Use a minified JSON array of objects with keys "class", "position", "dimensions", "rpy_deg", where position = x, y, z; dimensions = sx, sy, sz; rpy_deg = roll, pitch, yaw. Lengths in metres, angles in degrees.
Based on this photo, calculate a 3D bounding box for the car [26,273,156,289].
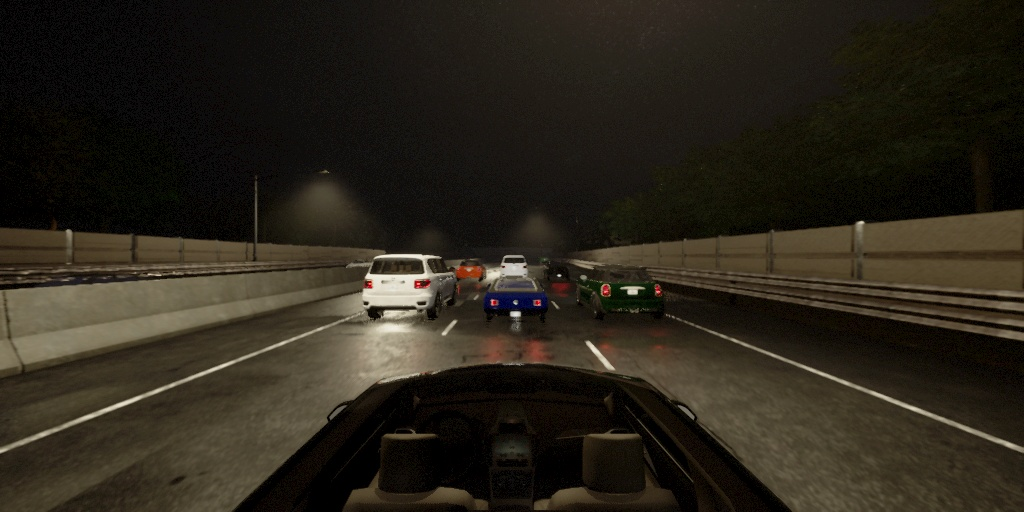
[{"class":"car","position":[-14.088,1.296,12.045],"dimensions":[2.033,1.411,5.357],"rpy_deg":[0,0,0]}]

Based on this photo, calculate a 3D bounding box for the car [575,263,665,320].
[{"class":"car","position":[3.614,1.103,12.844],"dimensions":[2.097,1.767,4.553],"rpy_deg":[0,0,0]}]

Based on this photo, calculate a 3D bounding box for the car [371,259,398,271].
[{"class":"car","position":[-17.352,1.233,49.135],"dimensions":[1.882,1.535,5.008],"rpy_deg":[0,0,1]}]

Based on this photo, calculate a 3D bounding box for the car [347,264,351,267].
[{"class":"car","position":[-20.850,1.281,49.217],"dimensions":[1.812,1.442,4.674],"rpy_deg":[0,0,1]}]

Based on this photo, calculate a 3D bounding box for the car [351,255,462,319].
[{"class":"car","position":[-3.387,0.971,12.886],"dimensions":[2.150,2.045,5.566],"rpy_deg":[0,0,0]}]

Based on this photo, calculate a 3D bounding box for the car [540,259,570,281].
[{"class":"car","position":[3.683,1.258,30.241],"dimensions":[1.837,1.490,4.892],"rpy_deg":[0,0,0]}]

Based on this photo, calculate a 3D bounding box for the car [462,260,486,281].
[{"class":"car","position":[-3.319,1.104,29.856],"dimensions":[2.097,1.767,4.553],"rpy_deg":[0,0,0]}]

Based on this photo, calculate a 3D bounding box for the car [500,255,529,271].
[{"class":"car","position":[0.177,0.974,29.302],"dimensions":[2.150,2.045,5.566],"rpy_deg":[0,0,0]}]

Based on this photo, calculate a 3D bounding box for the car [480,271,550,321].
[{"class":"car","position":[0.112,1.351,12.347],"dimensions":[1.895,1.301,4.718],"rpy_deg":[0,0,0]}]
